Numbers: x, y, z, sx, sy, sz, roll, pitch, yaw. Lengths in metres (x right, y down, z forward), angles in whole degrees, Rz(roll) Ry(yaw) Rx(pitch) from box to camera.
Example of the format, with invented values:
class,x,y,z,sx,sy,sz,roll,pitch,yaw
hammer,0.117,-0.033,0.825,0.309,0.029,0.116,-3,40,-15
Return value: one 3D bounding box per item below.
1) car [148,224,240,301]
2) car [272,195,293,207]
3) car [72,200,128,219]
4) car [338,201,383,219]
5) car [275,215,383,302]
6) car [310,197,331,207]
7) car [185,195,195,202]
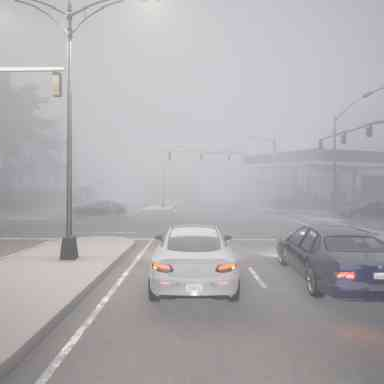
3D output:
class,x,y,z,sx,sy,sz,roll,pitch,yaw
car,0.039,1.516,8.149,1.812,1.442,4.674,0,0,0
car,12.926,1.261,47.770,2.242,1.667,4.611,0,0,0
car,-7.828,1.439,27.598,4.902,1.511,2.128,0,0,1
car,14.712,1.499,27.634,4.892,1.490,1.837,-1,0,-1
car,3.518,1.545,8.454,2.033,1.411,5.357,0,0,3
car,18.666,1.433,48.567,1.970,1.475,3.806,0,0,0
car,-0.434,1.428,72.766,1.812,1.442,4.674,0,0,0
